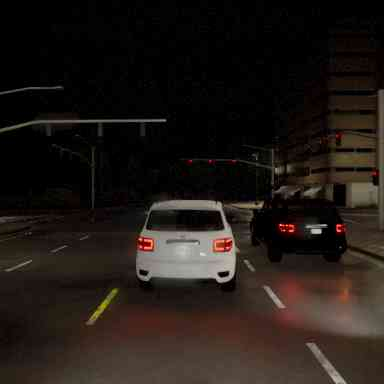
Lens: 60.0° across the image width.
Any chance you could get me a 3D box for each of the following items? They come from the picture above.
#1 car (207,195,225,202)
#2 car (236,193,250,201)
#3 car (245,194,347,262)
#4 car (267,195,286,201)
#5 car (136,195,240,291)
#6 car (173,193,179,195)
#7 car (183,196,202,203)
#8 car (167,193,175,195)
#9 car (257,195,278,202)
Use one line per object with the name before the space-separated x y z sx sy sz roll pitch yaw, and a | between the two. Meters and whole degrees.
car | 5.619 1.500 78.085 1.837 1.490 4.892 0 0 38
car | 13.115 1.225 80.779 5.566 2.045 2.150 0 0 -41
car | 3.584 1.221 12.222 2.150 2.045 5.566 0 0 0
car | 21.885 1.524 86.292 4.674 1.442 1.812 0 0 -22
car | 0.021 1.221 9.198 2.150 2.045 5.566 0 0 4
car | -3.169 1.222 54.790 2.150 2.045 5.566 0 0 5
car | 0.187 1.547 69.331 2.033 1.411 5.357 0 0 23
car | -3.556 1.373 40.040 2.097 1.767 4.553 0 1 1
car | 18.243 1.540 80.268 5.357 1.411 2.033 0 0 -33
